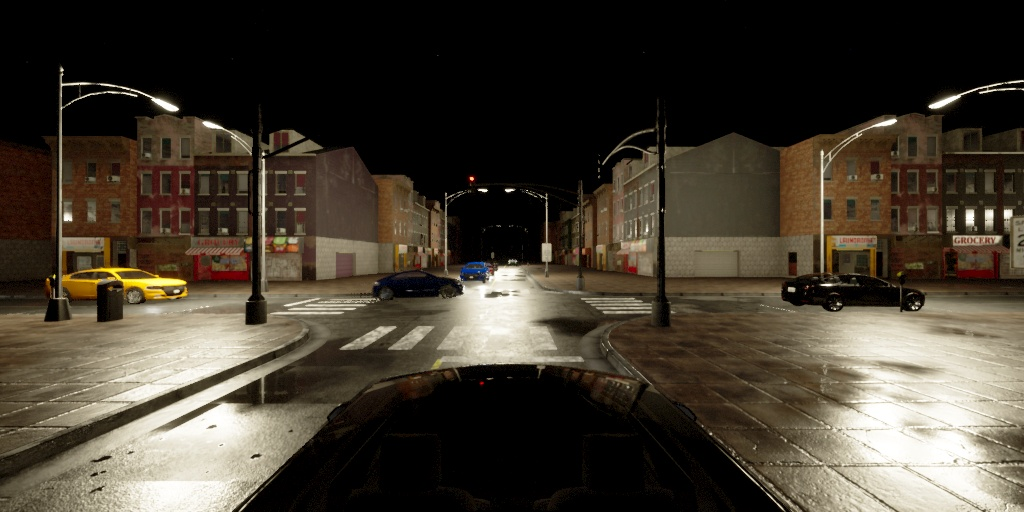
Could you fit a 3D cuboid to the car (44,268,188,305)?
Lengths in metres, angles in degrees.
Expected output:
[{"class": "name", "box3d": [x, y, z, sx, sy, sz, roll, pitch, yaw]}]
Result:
[{"class": "car", "box3d": [-17.220, 1.279, 15.753, 5.008, 1.535, 1.882, 0, 0, 0]}]

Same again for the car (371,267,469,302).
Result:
[{"class": "car", "box3d": [-4.414, 1.326, 16.898, 4.181, 1.385, 1.994, 0, 0, -17]}]

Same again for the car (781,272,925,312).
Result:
[{"class": "car", "box3d": [12.359, 1.266, 13.176, 4.313, 1.339, 1.948, 0, 0, 0]}]

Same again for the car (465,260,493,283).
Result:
[{"class": "car", "box3d": [-2.822, 1.238, 27.920, 1.882, 1.535, 5.008, 0, 0, 1]}]

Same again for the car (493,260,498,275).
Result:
[{"class": "car", "box3d": [-2.832, 1.332, 37.871, 1.994, 1.385, 4.181, 0, 0, 0]}]
